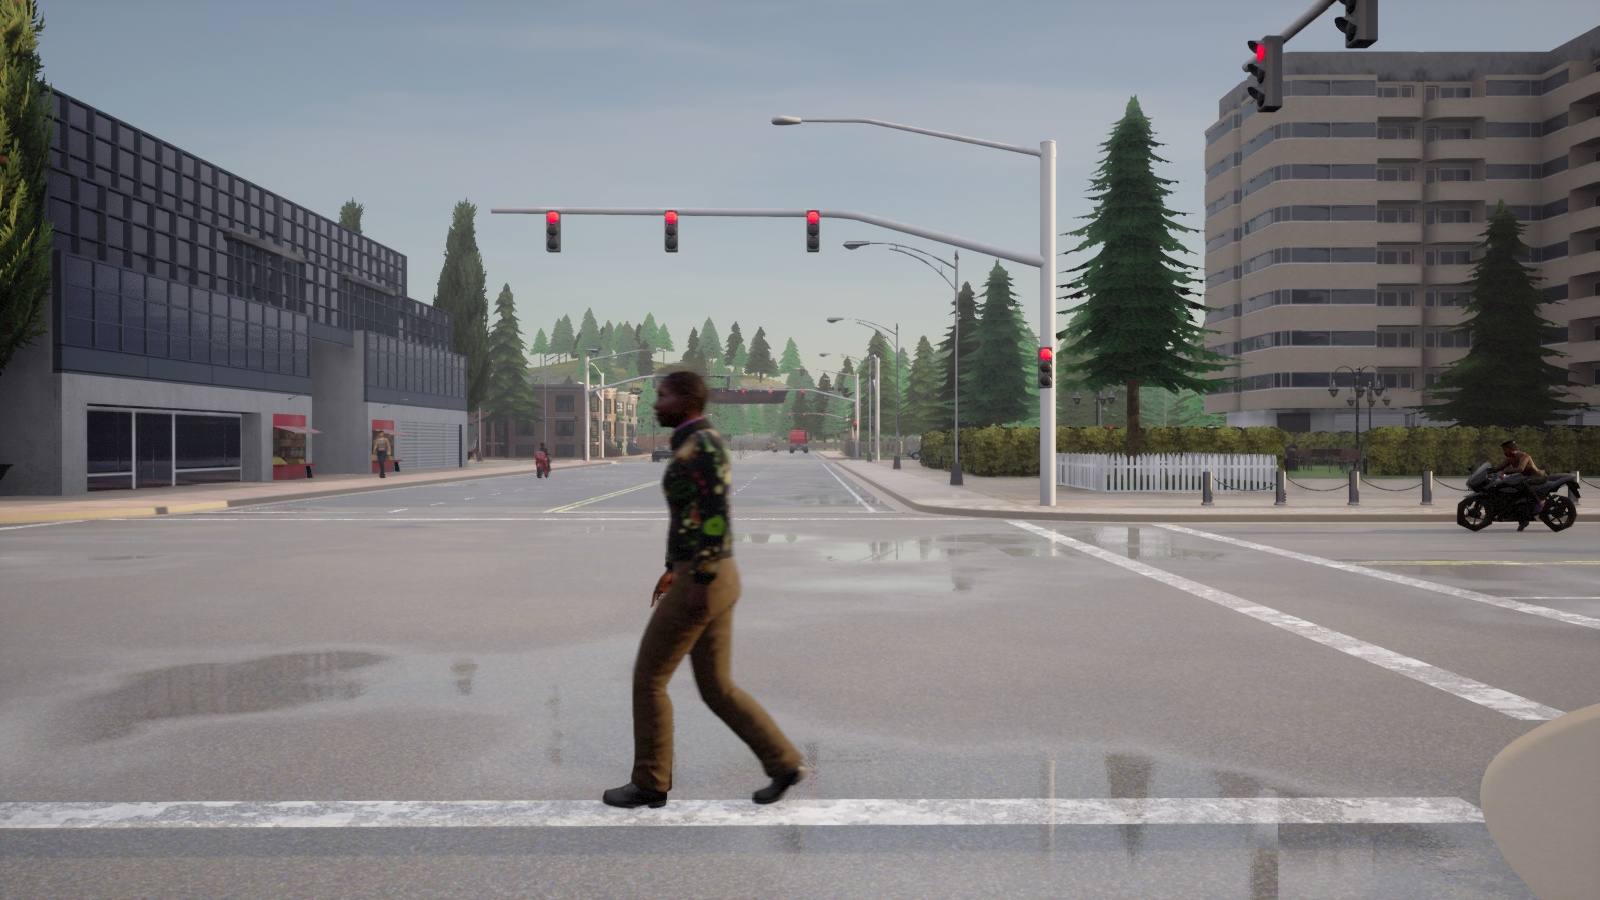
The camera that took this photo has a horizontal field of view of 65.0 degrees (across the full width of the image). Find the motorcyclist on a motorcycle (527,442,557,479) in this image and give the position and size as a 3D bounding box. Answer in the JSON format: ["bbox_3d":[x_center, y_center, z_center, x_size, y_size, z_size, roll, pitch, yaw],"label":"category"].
[{"bbox_3d":[-10.669,0.426,52.012,0.797,1.523,2.044,0,0,0],"label":"motorcyclist on a motorcycle"}]

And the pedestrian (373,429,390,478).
[{"bbox_3d":[-15.737,0.126,47.240,0.345,1.836,0.594,0,0,11],"label":"pedestrian"}]

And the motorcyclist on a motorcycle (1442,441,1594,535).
[{"bbox_3d":[11.870,0.621,20.800,2.044,1.523,0.797,0,0,0],"label":"motorcyclist on a motorcycle"}]

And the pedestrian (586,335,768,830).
[{"bbox_3d":[-0.486,0.517,5.108,0.692,1.930,0.395,0,0,2],"label":"pedestrian"}]
